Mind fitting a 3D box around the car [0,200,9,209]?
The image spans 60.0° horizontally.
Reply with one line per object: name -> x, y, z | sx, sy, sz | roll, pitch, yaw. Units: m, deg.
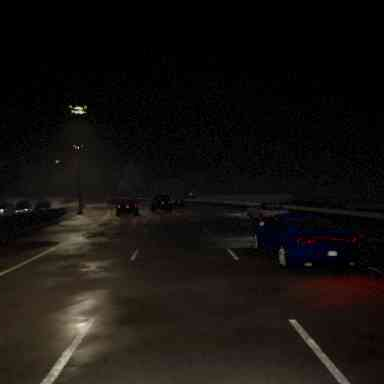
car -> -30.329, 2.009, 52.753 | 1.812, 1.442, 4.674 | -1, 0, -19

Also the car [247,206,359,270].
car -> 3.421, 1.427, 10.987 | 1.882, 1.535, 5.008 | 0, 0, -4

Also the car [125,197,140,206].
car -> -11.098, 1.713, 61.942 | 1.812, 1.442, 4.674 | 0, 0, -22

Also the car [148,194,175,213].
car -> -3.813, 1.290, 38.498 | 2.150, 2.045, 5.566 | 0, 0, -14

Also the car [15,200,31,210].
car -> -26.476, 1.973, 52.434 | 2.033, 1.411, 5.357 | -1, 0, -19

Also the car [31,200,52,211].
car -> -21.211, 1.890, 47.727 | 2.033, 1.411, 5.357 | -1, 0, -17

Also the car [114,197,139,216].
car -> -6.662, 1.464, 34.095 | 2.097, 1.767, 4.553 | -1, 0, -12

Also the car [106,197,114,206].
car -> -14.865, 1.738, 61.995 | 2.128, 1.511, 4.902 | -1, 0, -22

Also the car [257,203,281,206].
car -> 5.722, 1.517, 25.442 | 1.895, 1.301, 4.718 | -1, 0, -9

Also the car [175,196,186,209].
car -> -2.323, 1.399, 46.177 | 2.097, 1.767, 4.553 | -1, 0, -16
